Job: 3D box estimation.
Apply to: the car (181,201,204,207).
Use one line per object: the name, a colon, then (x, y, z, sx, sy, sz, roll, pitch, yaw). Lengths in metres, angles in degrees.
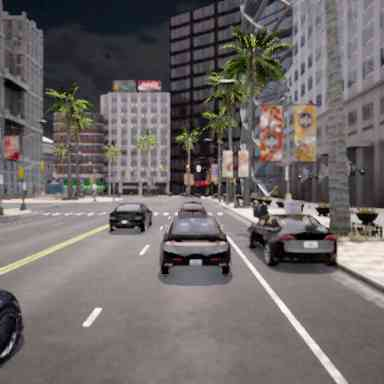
car: (0.037, 1.374, 22.049, 1.837, 1.490, 4.892, 0, 0, 0)

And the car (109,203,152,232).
car: (-3.454, 1.362, 19.462, 1.882, 1.535, 5.008, 0, 0, 0)

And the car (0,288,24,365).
car: (-3.400, 1.543, 3.089, 1.994, 1.385, 4.181, 0, 0, 0)

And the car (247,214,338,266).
car: (3.165, 1.446, 11.284, 2.161, 1.482, 4.786, 0, 0, -1)

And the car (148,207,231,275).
car: (0.077, 1.431, 10.260, 2.128, 1.511, 4.902, 0, 0, 0)
